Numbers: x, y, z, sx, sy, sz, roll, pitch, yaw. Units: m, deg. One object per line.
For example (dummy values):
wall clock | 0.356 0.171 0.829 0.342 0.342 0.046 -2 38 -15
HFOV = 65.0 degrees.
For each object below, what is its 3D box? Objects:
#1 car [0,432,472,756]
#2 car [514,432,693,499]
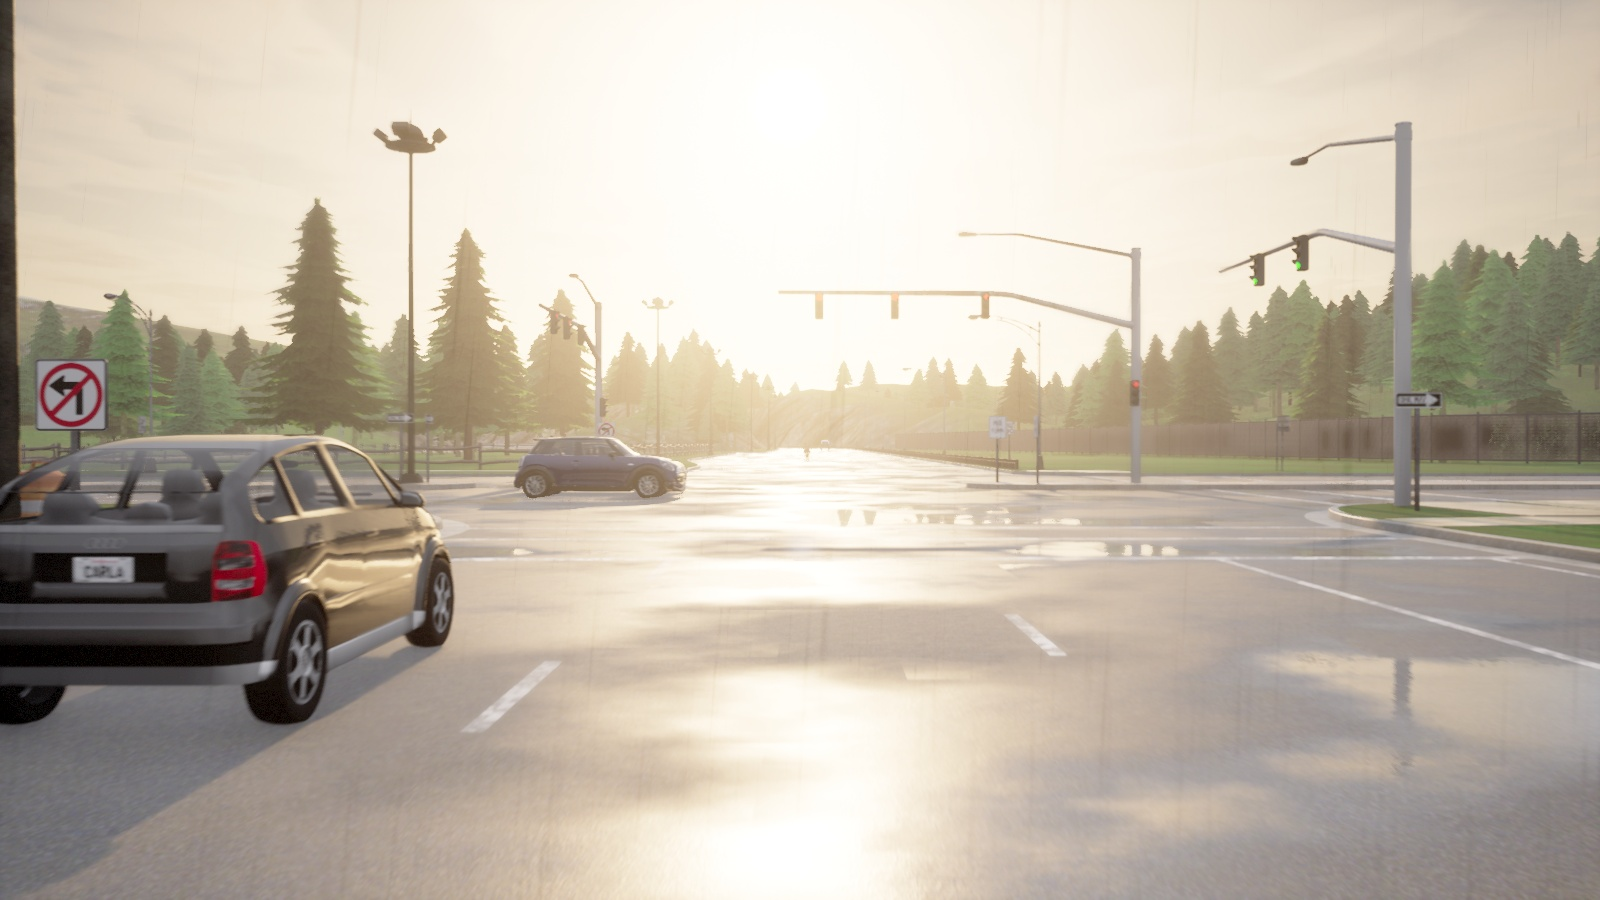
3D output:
car | -3.439 0.678 7.867 1.789 1.549 3.705 0 0 0
car | -5.303 0.407 34.332 4.553 1.767 2.097 0 0 1
